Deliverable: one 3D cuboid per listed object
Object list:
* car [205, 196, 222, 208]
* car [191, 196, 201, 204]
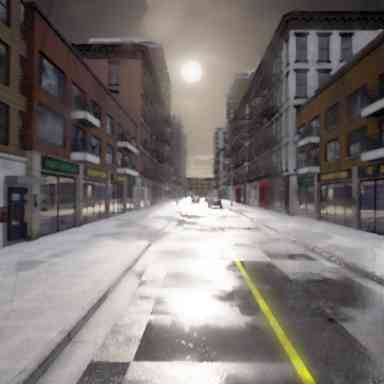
[{"bbox_3d":[3.417,1.423,50.642,2.097,1.767,4.553,0,0,1],"label":"car"},{"bbox_3d":[0.772,1.621,68.720,2.128,1.511,4.902,0,0,1],"label":"car"}]
